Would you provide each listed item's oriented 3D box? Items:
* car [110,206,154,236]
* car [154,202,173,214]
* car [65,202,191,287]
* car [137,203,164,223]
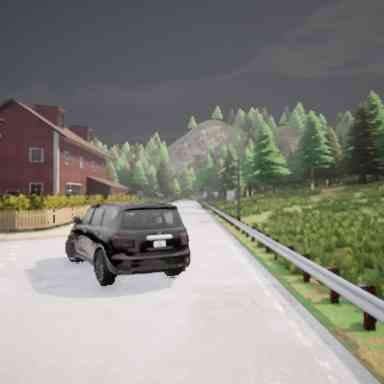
[{"bbox_3d":[-3.609,1.711,20.840,1.837,1.490,4.892,0,-1,0],"label":"car"},{"bbox_3d":[-3.585,1.980,42.157,1.994,1.385,4.181,0,-1,1],"label":"car"},{"bbox_3d":[-2.142,1.321,10.010,2.150,2.045,5.566,1,-1,-31],"label":"car"},{"bbox_3d":[-3.612,1.798,29.931,1.837,1.490,4.892,0,0,0],"label":"car"}]
